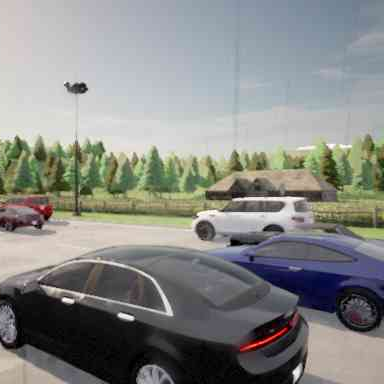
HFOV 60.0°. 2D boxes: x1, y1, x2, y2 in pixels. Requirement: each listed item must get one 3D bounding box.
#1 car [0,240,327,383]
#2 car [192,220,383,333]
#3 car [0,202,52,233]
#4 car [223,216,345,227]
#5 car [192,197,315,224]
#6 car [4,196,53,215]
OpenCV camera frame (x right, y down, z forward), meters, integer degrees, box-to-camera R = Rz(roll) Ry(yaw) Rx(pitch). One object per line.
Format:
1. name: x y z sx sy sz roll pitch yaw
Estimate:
1. car: -0.941 1.515 4.663 4.892 1.490 1.837 0 0 36
2. car: 2.120 1.532 6.779 4.674 1.442 1.812 0 0 36
3. car: -10.880 1.590 20.338 4.674 1.442 1.812 0 0 35
4. car: 3.457 1.610 10.125 4.718 1.301 1.895 0 0 36
5. car: 2.638 1.242 15.012 5.566 2.045 2.150 0 0 36
6. car: -13.382 1.304 26.439 5.566 2.045 2.150 0 0 35
